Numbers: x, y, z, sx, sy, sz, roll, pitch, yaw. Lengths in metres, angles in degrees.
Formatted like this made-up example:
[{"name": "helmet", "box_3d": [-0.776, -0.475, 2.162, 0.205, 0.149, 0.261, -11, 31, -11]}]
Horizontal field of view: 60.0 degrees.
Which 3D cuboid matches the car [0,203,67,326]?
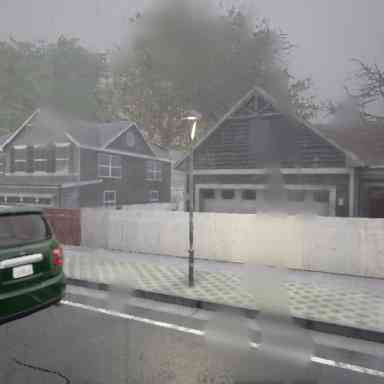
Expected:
[{"name": "car", "box_3d": [-4.804, 1.217, 6.024, 5.566, 2.045, 2.150, 0, 0, 28]}]
